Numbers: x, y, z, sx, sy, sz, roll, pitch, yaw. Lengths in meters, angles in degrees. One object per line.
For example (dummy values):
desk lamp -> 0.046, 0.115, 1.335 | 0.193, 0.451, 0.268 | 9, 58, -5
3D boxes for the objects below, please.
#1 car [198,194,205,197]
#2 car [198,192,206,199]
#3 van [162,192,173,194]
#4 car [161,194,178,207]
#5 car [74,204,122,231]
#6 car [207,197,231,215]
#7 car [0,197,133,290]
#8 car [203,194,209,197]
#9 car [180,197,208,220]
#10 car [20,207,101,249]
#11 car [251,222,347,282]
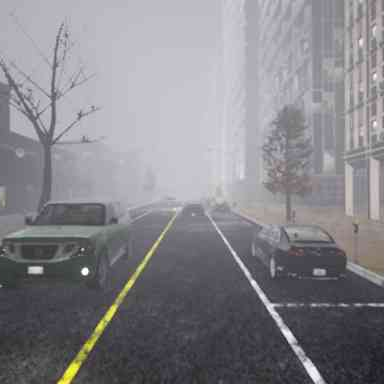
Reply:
car -> 0.110, 1.346, 40.026 | 2.128, 1.511, 4.902 | 0, 0, 0
car -> 2.728, 0.981, 94.145 | 2.192, 1.841, 5.009 | 1, 0, 0
van -> -5.657, 1.084, 71.627 | 1.690, 1.788, 3.998 | 1, 0, 0
car -> -3.070, 1.354, 47.020 | 1.812, 1.442, 4.674 | 0, 0, 0
car -> -5.708, 1.505, 20.834 | 1.802, 1.307, 4.206 | 1, 0, 0
car -> 2.709, 1.428, 32.061 | 1.887, 1.381, 4.507 | 1, 0, 0
car -> -3.089, 1.187, 9.351 | 2.150, 2.045, 5.566 | 0, 0, 0
car -> 2.713, 1.388, 48.993 | 1.947, 1.339, 4.313 | 1, 0, 0
car -> 0.108, 1.407, 26.974 | 1.837, 1.490, 4.892 | 0, 1, 0
car -> -5.743, 1.488, 15.189 | 1.887, 1.381, 4.507 | 1, 0, 0
car -> 2.807, 1.516, 9.486 | 2.008, 1.369, 4.403 | 1, 0, 0
